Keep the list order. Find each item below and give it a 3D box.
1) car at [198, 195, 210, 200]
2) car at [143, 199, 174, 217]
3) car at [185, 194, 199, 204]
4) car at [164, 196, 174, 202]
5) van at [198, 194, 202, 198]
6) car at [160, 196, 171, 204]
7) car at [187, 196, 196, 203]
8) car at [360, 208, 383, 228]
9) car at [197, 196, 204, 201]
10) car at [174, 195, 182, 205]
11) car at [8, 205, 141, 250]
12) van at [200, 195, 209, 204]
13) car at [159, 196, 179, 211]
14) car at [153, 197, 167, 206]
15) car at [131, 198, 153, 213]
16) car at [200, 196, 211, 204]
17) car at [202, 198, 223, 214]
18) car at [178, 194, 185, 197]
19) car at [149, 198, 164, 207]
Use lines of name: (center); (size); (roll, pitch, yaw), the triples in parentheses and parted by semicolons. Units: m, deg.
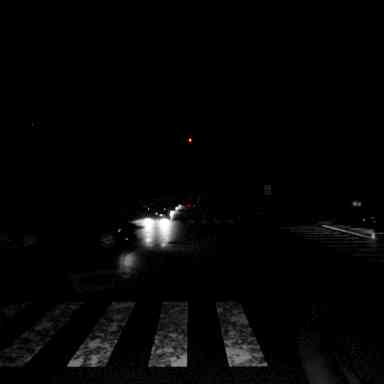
car: (2.449, 1.634, 52.620); (1.947, 1.339, 4.313); (0, 0, 0)
car: (-3.119, 1.633, 31.989); (1.895, 1.301, 4.718); (0, 0, 1)
car: (-0.051, 1.585, 63.859); (2.128, 1.511, 4.902); (0, 0, 0)
car: (-5.493, 1.690, 80.197); (2.008, 1.369, 4.403); (0, 0, 0)
van: (2.466, 1.421, 58.130); (1.690, 1.788, 3.998); (0, 0, 0)
car: (-5.526, 1.548, 69.176); (1.967, 1.590, 4.097); (0, 0, 0)
car: (-0.116, 1.675, 74.015); (1.994, 1.385, 4.181); (0, 0, 0)
car: (13.058, 1.456, 20.587); (4.892, 1.490, 1.837); (0, 0, 0)
car: (2.152, 1.693, 90.056); (1.812, 1.442, 4.674); (0, 0, 0)
car: (-3.036, 1.630, 51.929); (1.994, 1.385, 4.181); (0, 0, 0)
car: (-4.896, 1.488, 13.846); (5.008, 1.535, 1.882); (0, 0, 0)
van: (2.498, 1.449, 69.152); (1.690, 1.788, 3.998); (0, 0, 0)
car: (-3.066, 1.612, 41.944); (1.994, 1.385, 4.181); (0, 0, 1)
car: (-5.559, 1.631, 58.154); (2.008, 1.369, 4.403); (0, 0, 0)
car: (-5.625, 1.478, 36.112); (1.967, 1.590, 4.097); (0, 0, 0)
car: (2.433, 1.639, 47.109); (1.802, 1.307, 4.206); (0, 0, 0)
car: (2.399, 1.604, 36.087); (1.947, 1.339, 4.313); (0, 0, 0)
car: (-2.962, 1.581, 62.009); (2.128, 1.511, 4.902); (0, 0, 1)
car: (-5.576, 1.650, 52.643); (1.802, 1.307, 4.206); (0, 0, 0)
